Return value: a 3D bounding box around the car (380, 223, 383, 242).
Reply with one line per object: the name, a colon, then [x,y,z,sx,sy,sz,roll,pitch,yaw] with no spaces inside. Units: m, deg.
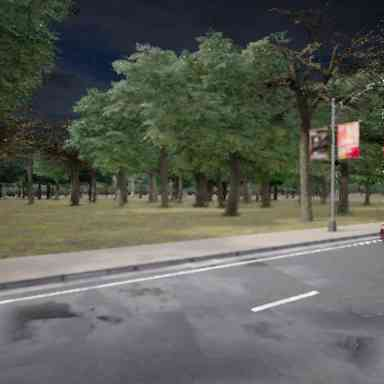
car: [10.612,1.449,15.261,4.553,1.767,2.097,0,0,-36]
